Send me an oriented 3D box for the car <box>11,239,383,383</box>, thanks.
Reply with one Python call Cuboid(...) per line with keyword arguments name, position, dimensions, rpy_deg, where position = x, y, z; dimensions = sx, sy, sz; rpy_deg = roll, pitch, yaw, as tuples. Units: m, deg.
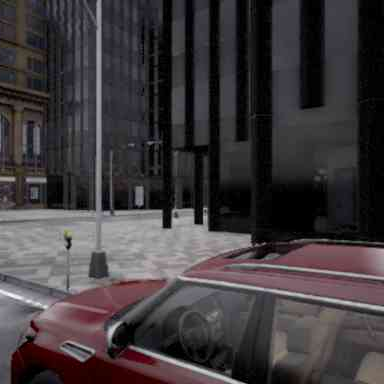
Cuboid(name="car", position=(0.732, 1.316, 2.437), dimensions=(5.009, 1.841, 2.192), rpy_deg=(0, 0, 35))
